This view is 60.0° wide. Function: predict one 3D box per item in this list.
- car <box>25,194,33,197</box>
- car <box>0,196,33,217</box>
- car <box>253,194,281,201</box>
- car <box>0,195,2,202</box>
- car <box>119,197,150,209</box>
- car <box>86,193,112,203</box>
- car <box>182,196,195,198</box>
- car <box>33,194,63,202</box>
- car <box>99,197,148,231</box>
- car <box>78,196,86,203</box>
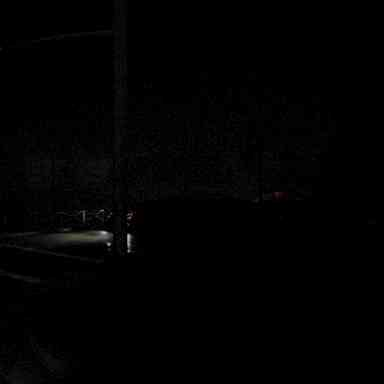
[{"bbox_3d":[-34.363,1.232,71.233,1.970,1.475,3.806,0,0,35],"label":"car"},{"bbox_3d":[-15.847,1.340,26.945,2.007,1.523,4.514,0,0,35],"label":"car"},{"bbox_3d":[8.393,1.221,37.074,2.150,2.045,5.566,0,0,35],"label":"car"},{"bbox_3d":[-41.427,1.298,67.598,2.007,1.523,4.514,0,0,35],"label":"car"},{"bbox_3d":[-7.527,1.384,43.861,1.970,1.475,3.806,0,0,35],"label":"car"},{"bbox_3d":[-15.890,1.097,59.048,1.932,1.855,4.605,0,0,35],"label":"car"},{"bbox_3d":[-0.805,1.374,48.194,1.845,1.501,3.633,0,0,35],"label":"car"},{"bbox_3d":[-28.940,1.154,67.787,2.152,1.636,5.027,0,0,35],"label":"car"},{"bbox_3d":[-3.087,1.352,20.594,2.097,1.767,4.553,0,0,35],"label":"car"},{"bbox_3d":[-18.500,1.077,60.391,1.905,1.878,3.866,0,0,35],"label":"car"}]
